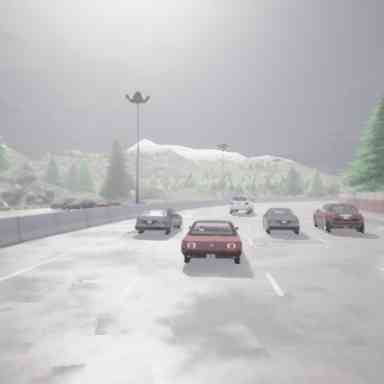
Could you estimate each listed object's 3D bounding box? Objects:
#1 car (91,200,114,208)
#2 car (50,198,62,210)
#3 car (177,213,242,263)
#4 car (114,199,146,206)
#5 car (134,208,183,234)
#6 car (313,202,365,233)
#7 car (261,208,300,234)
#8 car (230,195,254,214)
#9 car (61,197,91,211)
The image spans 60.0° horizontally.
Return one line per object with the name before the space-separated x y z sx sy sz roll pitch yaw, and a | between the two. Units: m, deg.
car | -10.879 1.770 44.074 1.895 1.301 4.718 0 0 17
car | -17.517 1.510 46.134 2.097 1.767 4.553 0 0 17
car | 0.786 1.659 12.222 1.895 1.301 4.718 0 0 5
car | -7.616 1.649 42.697 1.882 1.535 5.008 0 0 17
car | -1.836 1.632 19.786 2.033 1.411 5.357 0 0 8
car | 9.000 1.472 20.806 2.097 1.767 4.553 0 0 9
car | 5.296 1.654 20.160 2.033 1.411 5.357 0 0 9
car | 5.748 1.410 37.986 2.150 2.045 5.566 0 0 16
car | -14.518 1.636 43.996 1.882 1.535 5.008 0 0 17
